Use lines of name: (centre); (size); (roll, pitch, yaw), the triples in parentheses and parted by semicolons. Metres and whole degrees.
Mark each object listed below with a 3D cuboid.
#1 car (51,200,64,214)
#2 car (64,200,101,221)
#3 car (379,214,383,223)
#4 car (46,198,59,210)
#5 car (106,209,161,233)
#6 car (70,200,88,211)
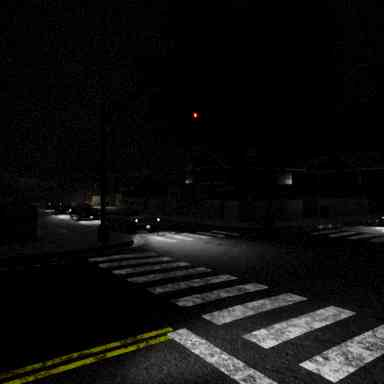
car: (-15.052, 1.904, 39.323); (1.895, 1.301, 4.718); (0, 0, -29)
car: (-9.976, 1.782, 30.704); (2.033, 1.411, 5.357); (0, 0, -32)
car: (14.570, 1.512, 22.078); (5.357, 1.411, 2.033); (0, 0, -36)
car: (-20.783, 1.740, 50.230); (2.097, 1.767, 4.553); (0, 0, -26)
car: (-3.843, 1.759, 21.384); (1.895, 1.301, 4.718); (0, 0, -35)
car: (-16.267, 1.878, 47.800); (1.812, 1.442, 4.674); (0, 0, -27)
